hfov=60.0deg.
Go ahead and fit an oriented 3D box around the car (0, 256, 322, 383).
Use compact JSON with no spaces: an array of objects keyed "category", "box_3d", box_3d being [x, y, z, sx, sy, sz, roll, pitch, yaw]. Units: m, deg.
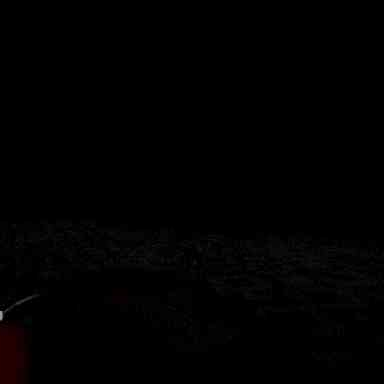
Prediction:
[{"category":"car","box_3d":[-0.981,1.544,3.662,4.507,1.381,1.887,0,0,36]}]
